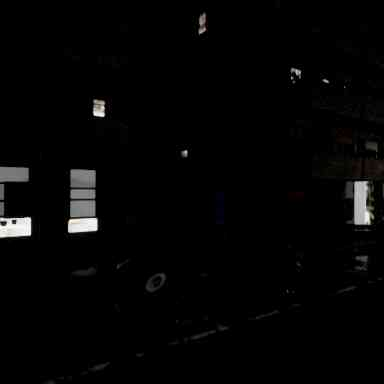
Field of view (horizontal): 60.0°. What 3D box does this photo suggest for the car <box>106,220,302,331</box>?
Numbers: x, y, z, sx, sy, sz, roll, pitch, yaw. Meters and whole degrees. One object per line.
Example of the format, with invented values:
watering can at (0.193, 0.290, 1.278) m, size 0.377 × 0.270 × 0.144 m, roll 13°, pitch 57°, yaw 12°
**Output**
car at (0.356, 1.437, 6.814) m, size 4.097 × 1.590 × 1.967 m, roll 0°, pitch 0°, yaw -35°
